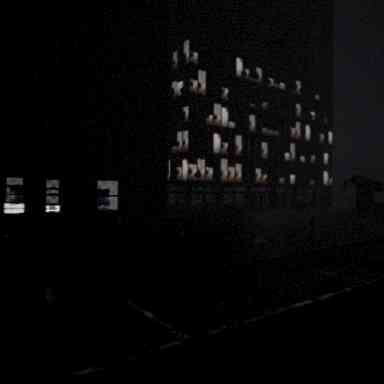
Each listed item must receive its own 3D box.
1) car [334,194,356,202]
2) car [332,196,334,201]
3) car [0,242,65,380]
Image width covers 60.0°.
[{"bbox_3d":[37.297,1.449,78.916,2.192,1.841,5.009,1,-1,-35],"label":"car"},{"bbox_3d":[34.107,1.600,83.458,1.967,1.590,4.097,1,-1,-35],"label":"car"},{"bbox_3d":[-3.784,1.440,3.850,4.097,1.590,1.967,0,1,-36],"label":"car"}]
